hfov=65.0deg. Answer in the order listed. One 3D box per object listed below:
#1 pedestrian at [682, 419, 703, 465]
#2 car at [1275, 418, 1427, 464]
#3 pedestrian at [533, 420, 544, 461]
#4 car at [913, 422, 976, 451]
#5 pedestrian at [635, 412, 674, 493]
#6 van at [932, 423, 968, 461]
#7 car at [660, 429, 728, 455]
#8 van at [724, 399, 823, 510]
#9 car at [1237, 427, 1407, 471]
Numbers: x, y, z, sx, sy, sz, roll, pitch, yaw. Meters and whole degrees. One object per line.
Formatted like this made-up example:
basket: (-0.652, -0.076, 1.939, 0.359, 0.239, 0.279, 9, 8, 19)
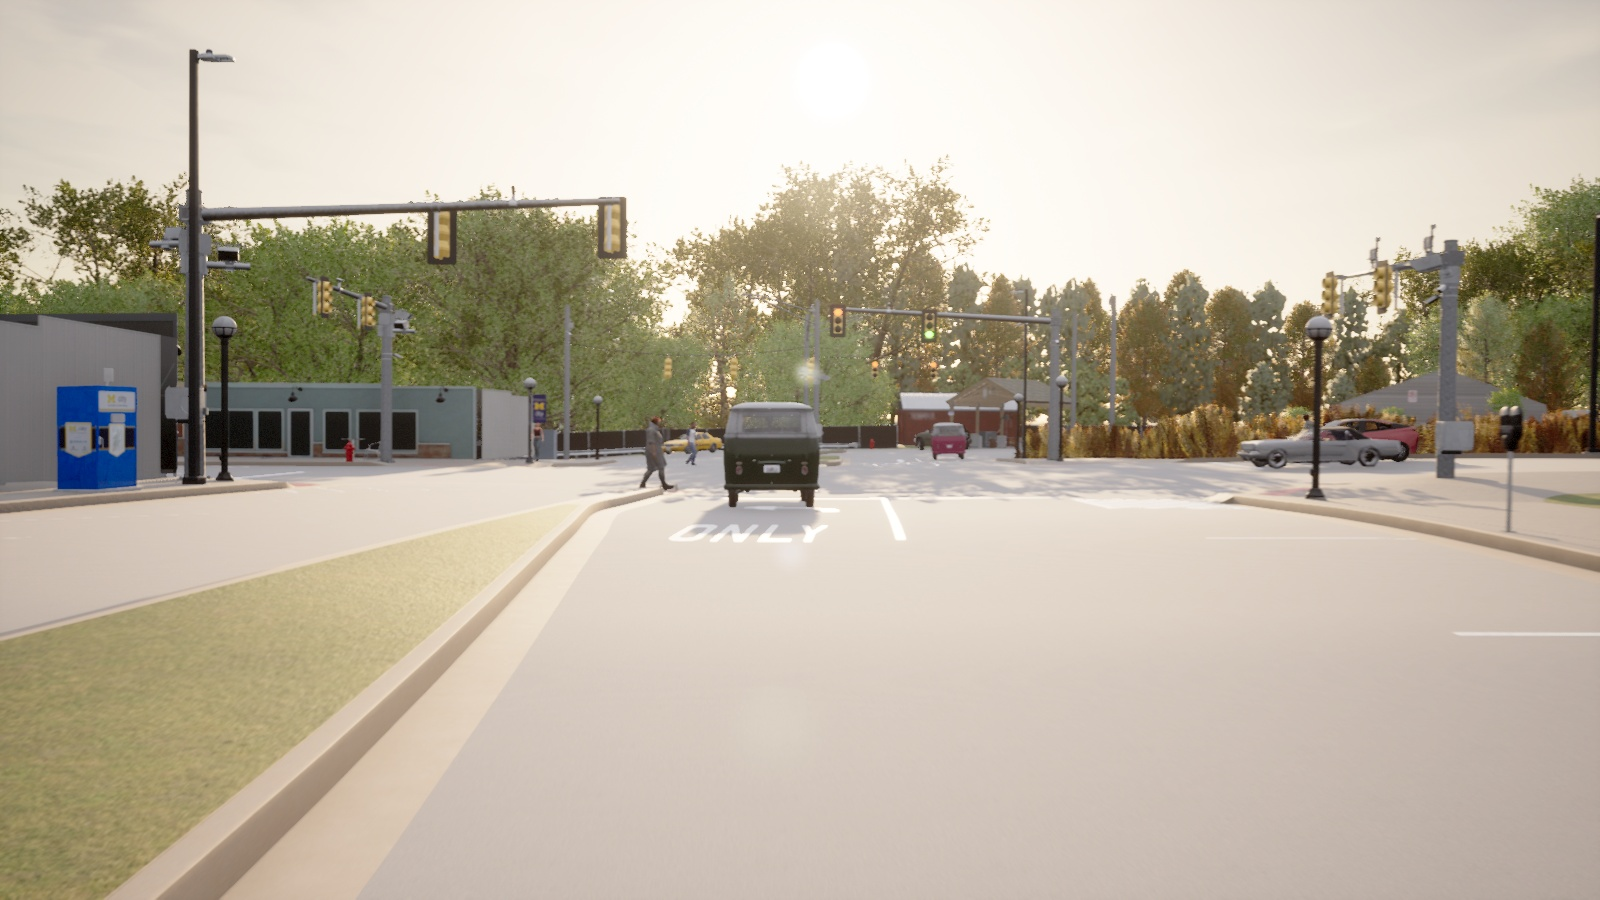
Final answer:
pedestrian: (-4.295, -0.316, 50.094, 0.706, 1.836, 0.354, 1, 1, 21)
car: (19.410, -0.328, 44.400, 4.514, 1.525, 2.007, -1, 1, 4)
pedestrian: (-11.815, -0.427, 56.667, 0.345, 1.836, 0.594, 1, 1, 2)
car: (9.649, -0.866, 84.294, 1.932, 1.855, 4.605, -1, 0, -26)
pedestrian: (-3.555, 0.059, 30.715, 0.873, 1.952, 0.659, 1, 1, -4)
van: (8.232, -0.476, 69.190, 1.775, 1.987, 4.442, -1, 2, 4)
car: (-7.170, -0.548, 85.702, 1.801, 1.575, 5.366, 0, 2, 31)
van: (-0.550, 0.084, 24.803, 1.775, 1.987, 4.442, 0, 0, -2)
car: (16.907, -0.044, 40.842, 4.718, 1.301, 1.895, -1, 1, 2)
